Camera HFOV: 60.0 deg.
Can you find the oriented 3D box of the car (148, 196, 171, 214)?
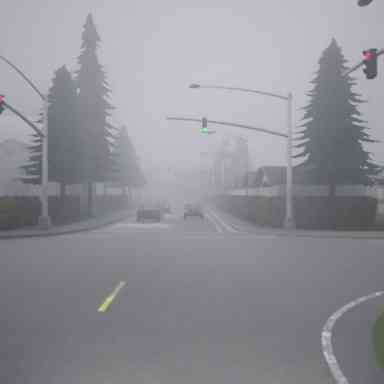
[{"bbox_3d":[-3.592,1.615,39.301,2.097,1.767,4.553,0,0,0],"label":"car"}]

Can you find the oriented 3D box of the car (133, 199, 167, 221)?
[{"bbox_3d":[-3.594,1.673,29.146,1.882,1.535,5.008,0,0,0],"label":"car"}]

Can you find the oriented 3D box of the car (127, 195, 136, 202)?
[{"bbox_3d":[-16.793,1.637,83.740,3.866,1.878,1.905,0,0,-1],"label":"car"}]

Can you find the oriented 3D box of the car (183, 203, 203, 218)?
[{"bbox_3d":[0.127,1.763,32.163,2.033,1.411,5.357,0,0,0],"label":"car"}]
